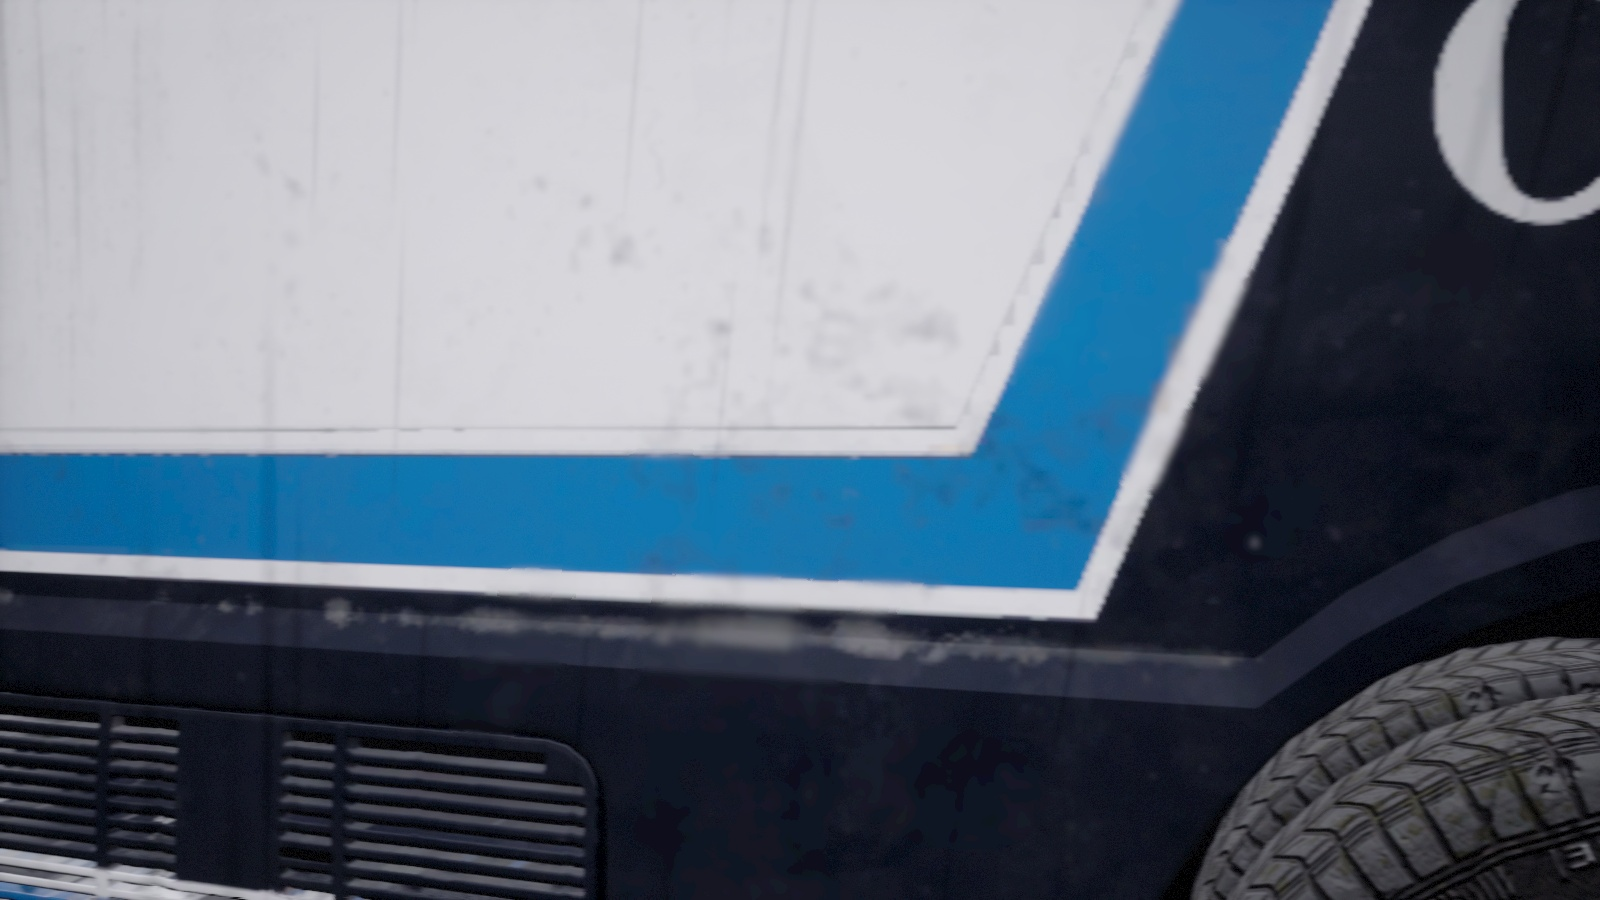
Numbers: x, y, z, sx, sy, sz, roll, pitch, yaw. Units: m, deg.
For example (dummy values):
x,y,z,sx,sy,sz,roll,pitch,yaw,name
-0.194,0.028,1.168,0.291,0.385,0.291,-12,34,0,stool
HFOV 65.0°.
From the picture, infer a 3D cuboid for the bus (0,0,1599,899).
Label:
x,y,z,sx,sy,sz,roll,pitch,yaw,name
-1.030,-0.610,3.519,10.273,4.253,3.944,1,1,19,bus
